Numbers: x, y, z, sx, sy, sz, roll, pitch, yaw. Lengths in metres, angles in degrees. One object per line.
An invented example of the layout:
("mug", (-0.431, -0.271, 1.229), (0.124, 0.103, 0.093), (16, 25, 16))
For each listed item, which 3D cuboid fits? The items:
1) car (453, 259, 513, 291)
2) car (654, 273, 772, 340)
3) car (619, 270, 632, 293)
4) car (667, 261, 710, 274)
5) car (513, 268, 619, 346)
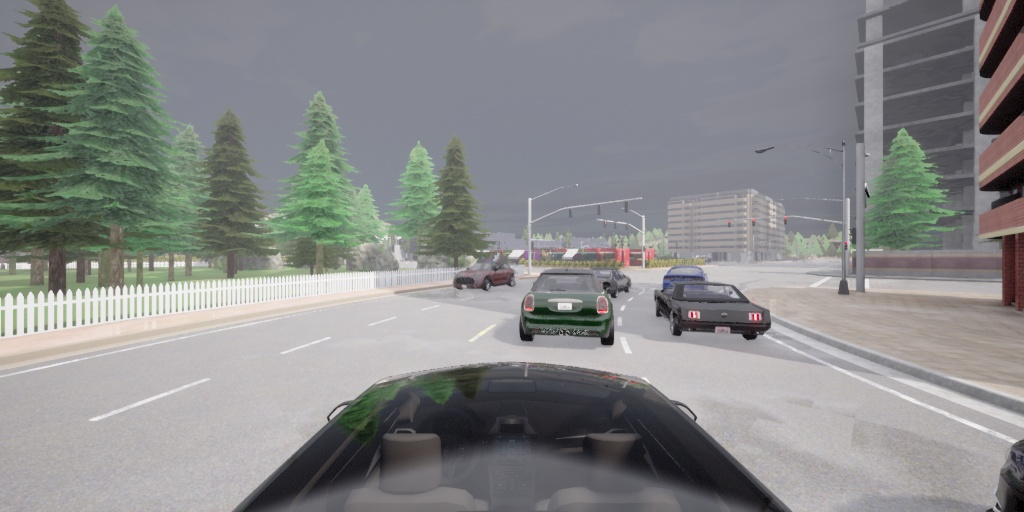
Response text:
("car", (-1.599, 1.099, 21.888), (2.097, 1.767, 4.553), (0, 0, 28))
("car", (5.216, 1.351, 10.072), (1.895, 1.301, 4.718), (0, 0, 14))
("car", (4.807, 1.297, 18.532), (2.033, 1.411, 5.357), (0, 0, 29))
("car", (9.062, 1.228, 18.590), (1.882, 1.535, 5.008), (0, 0, 30))
("car", (1.587, 1.102, 9.768), (2.097, 1.767, 4.553), (0, 0, 12))
